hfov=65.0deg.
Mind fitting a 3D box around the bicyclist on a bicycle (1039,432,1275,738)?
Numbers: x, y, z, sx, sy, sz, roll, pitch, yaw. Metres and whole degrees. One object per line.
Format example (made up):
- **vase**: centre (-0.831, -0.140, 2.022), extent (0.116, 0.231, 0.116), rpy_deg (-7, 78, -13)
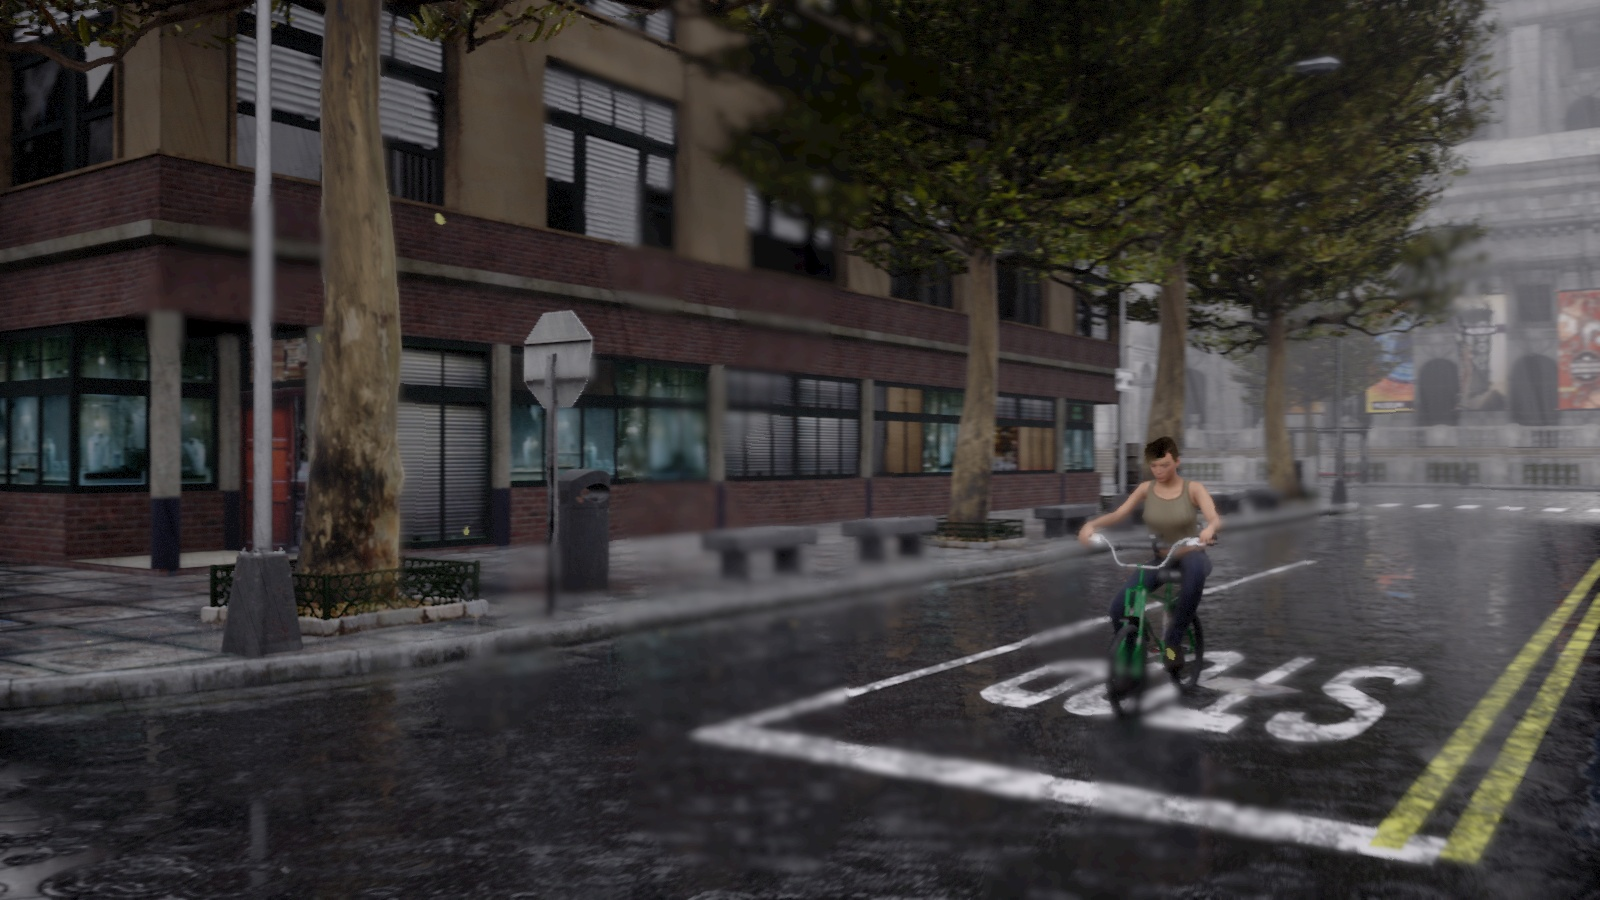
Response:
- **bicyclist on a bicycle**: centre (2.160, 0.714, 7.483), extent (0.866, 1.612, 1.509), rpy_deg (0, 0, 37)
